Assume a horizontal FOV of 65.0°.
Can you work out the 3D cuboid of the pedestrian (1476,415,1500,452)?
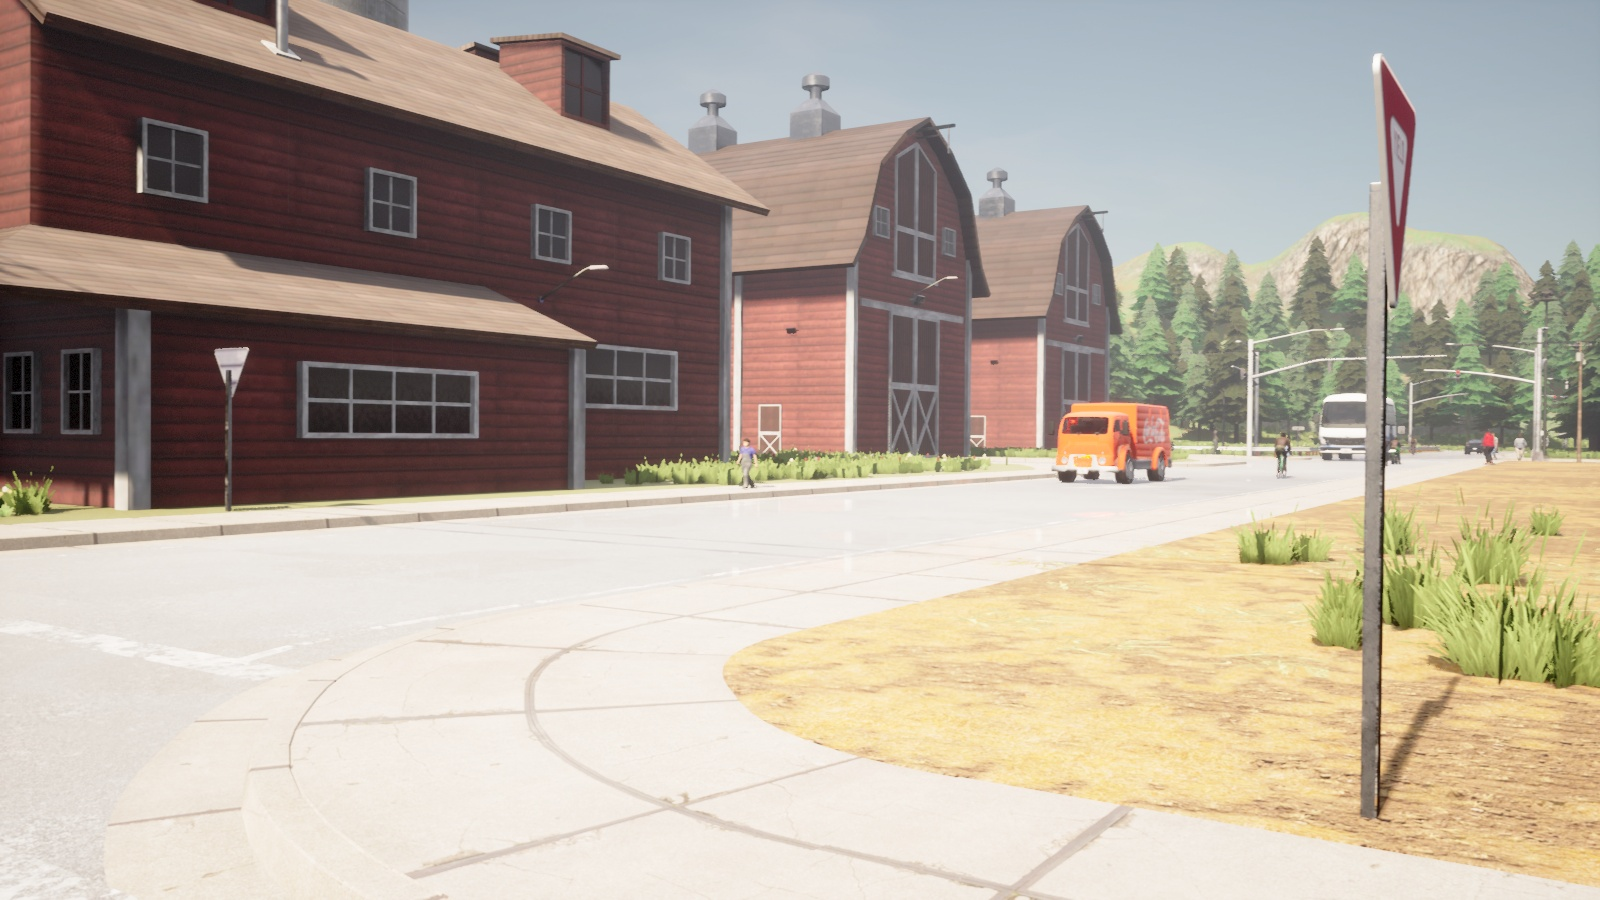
[{"bbox_3d":[34.707,-0.809,63.346,0.634,1.844,0.899,-1,1,-9],"label":"pedestrian"}]

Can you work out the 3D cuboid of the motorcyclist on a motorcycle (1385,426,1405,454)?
[{"bbox_3d":[32.912,-0.560,69.451,0.797,1.523,2.044,0,1,32],"label":"motorcyclist on a motorcycle"}]

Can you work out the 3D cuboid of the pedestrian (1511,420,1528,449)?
[{"bbox_3d":[45.889,-0.979,80.077,0.874,1.855,0.900,0,1,33],"label":"pedestrian"}]

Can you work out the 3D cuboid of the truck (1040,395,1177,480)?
[{"bbox_3d":[9.730,-0.403,39.312,2.627,2.467,5.204,0,1,32],"label":"truck"}]

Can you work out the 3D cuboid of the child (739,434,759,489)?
[{"bbox_3d":[-1.187,0.263,29.198,0.270,1.263,0.437,0,1,31],"label":"child"}]

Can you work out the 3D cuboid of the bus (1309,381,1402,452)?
[{"bbox_3d":[35.681,-2.084,80.391,3.944,4.253,10.273,0,1,32],"label":"bus"}]
